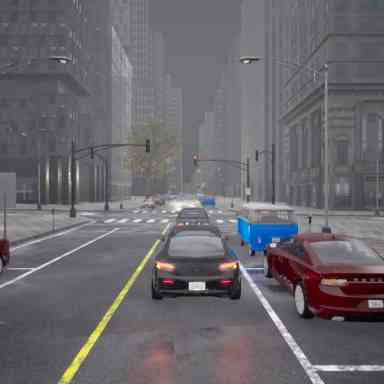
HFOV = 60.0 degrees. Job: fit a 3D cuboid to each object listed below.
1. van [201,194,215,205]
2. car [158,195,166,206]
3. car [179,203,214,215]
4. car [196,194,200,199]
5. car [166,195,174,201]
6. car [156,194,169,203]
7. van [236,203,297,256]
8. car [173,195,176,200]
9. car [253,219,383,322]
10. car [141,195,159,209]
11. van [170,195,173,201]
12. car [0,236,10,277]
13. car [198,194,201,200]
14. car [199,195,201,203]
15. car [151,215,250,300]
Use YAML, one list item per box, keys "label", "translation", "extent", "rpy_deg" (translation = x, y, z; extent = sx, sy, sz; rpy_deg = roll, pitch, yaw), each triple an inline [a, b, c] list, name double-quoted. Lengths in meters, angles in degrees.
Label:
- label: "van"
  translation: [2.603, 1.367, 50.735]
  extent: [1.690, 1.788, 3.998]
  rpy_deg: [0, 0, 0]
- label: "car"
  translation: [-5.939, 1.576, 55.889]
  extent: [1.887, 1.381, 4.507]
  rpy_deg: [0, 0, 0]
- label: "car"
  translation: [0.044, 1.551, 17.866]
  extent: [2.033, 1.411, 5.357]
  rpy_deg: [0, 0, 0]
- label: "car"
  translation: [2.533, 1.601, 72.387]
  extent: [2.008, 1.369, 4.403]
  rpy_deg: [0, 0, 0]
- label: "car"
  translation: [-6.058, 1.606, 92.742]
  extent: [1.752, 1.417, 4.829]
  rpy_deg: [0, 0, 0]
- label: "car"
  translation: [-5.956, 1.352, 61.179]
  extent: [2.192, 1.841, 5.009]
  rpy_deg: [0, 0, 0]
- label: "van"
  translation: [2.739, 1.343, 12.750]
  extent: [1.690, 1.788, 3.998]
  rpy_deg: [0, 0, 0]
- label: "car"
  translation: [-6.042, 1.639, 87.622]
  extent: [1.947, 1.339, 4.313]
  rpy_deg: [0, 0, 0]
- label: "car"
  translation: [2.756, 1.545, 7.225]
  extent: [1.887, 1.381, 4.507]
  rpy_deg: [0, 0, 0]
- label: "car"
  translation: [-5.911, 1.546, 45.139]
  extent: [1.752, 1.417, 4.829]
  rpy_deg: [0, 0, 0]
- label: "van"
  translation: [-6.007, 1.398, 77.045]
  extent: [1.690, 1.788, 3.998]
  rpy_deg: [0, 0, 0]
- label: "car"
  translation: [-5.799, 1.546, 7.216]
  extent: [1.887, 1.381, 4.507]
  rpy_deg: [0, 0, 0]
- label: "car"
  translation: [2.567, 1.582, 61.561]
  extent: [1.887, 1.381, 4.507]
  rpy_deg: [0, 0, 0]
- label: "car"
  translation: [2.585, 1.597, 56.147]
  extent: [1.947, 1.339, 4.313]
  rpy_deg: [0, 0, 0]
- label: "car"
  translation: [0.081, 1.527, 8.277]
  extent: [1.812, 1.442, 4.674]
  rpy_deg: [0, 0, 0]
